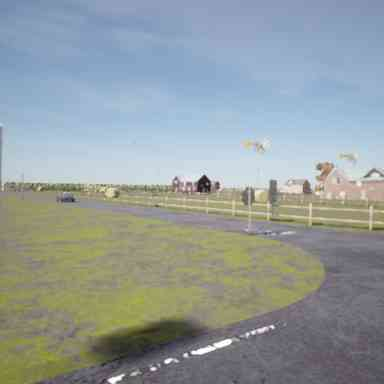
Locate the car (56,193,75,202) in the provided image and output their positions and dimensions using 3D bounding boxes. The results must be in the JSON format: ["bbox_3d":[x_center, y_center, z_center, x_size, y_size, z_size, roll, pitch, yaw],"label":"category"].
[{"bbox_3d":[-18.951,0.794,49.709,1.994,1.385,4.181,1,0,-36],"label":"car"}]
